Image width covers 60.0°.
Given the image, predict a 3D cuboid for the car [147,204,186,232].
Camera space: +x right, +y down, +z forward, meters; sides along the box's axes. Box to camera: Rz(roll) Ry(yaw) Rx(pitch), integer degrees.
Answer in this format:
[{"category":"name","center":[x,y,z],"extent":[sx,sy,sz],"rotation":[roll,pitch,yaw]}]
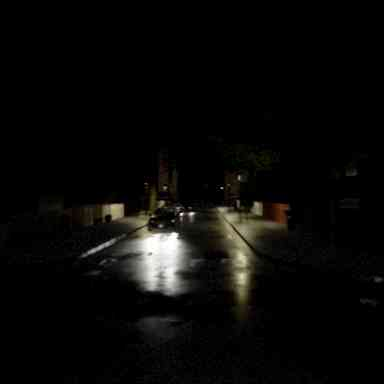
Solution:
[{"category":"car","center":[-1.800,1.821,22.614],"extent":[2.128,1.511,4.902],"rotation":[-1,-1,2]}]

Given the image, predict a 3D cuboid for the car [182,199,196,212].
[{"category":"car","center":[-0.778,2.149,48.739],"extent":[1.837,1.490,4.892],"rotation":[-1,0,2]}]
